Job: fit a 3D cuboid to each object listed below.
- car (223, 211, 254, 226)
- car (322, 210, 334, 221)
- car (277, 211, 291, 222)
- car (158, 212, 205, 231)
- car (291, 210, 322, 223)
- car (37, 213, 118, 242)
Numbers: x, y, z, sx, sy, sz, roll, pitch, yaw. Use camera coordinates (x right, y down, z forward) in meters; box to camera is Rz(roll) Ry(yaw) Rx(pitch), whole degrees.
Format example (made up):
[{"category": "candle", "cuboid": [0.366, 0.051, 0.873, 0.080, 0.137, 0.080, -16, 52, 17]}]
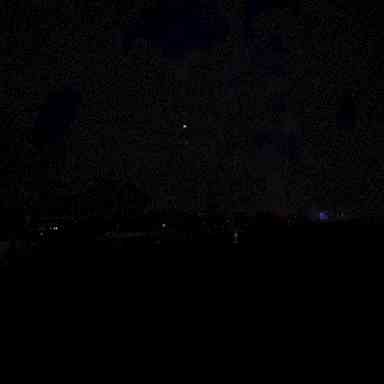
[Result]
[{"category": "car", "cuboid": [5.205, 2.879, 36.511, 1.837, 1.490, 4.892, 0, -2, 35]}, {"category": "car", "cuboid": [21.928, 3.774, 54.951, 2.097, 1.767, 4.553, 0, -3, 37]}, {"category": "car", "cuboid": [14.059, 3.492, 48.811, 1.882, 1.535, 5.008, 0, -3, 36]}, {"category": "car", "cuboid": [-0.816, 2.441, 28.070, 2.128, 1.511, 4.902, 0, -2, 35]}, {"category": "car", "cuboid": [16.154, 3.486, 46.827, 2.128, 1.511, 4.902, 0, -2, 36]}, {"category": "car", "cuboid": [-6.667, 2.042, 19.918, 2.128, 1.511, 4.902, 0, -2, 37]}]
